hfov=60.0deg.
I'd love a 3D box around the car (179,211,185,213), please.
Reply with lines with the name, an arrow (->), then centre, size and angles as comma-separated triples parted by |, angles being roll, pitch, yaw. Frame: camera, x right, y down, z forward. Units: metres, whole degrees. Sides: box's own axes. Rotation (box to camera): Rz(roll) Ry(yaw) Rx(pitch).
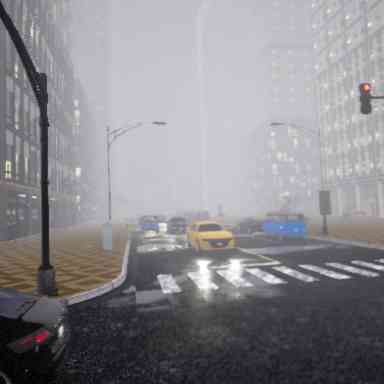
car -> -0.528, 4.324, 60.816 | 2.192, 1.841, 5.009 | -1, -3, -10

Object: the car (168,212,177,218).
car -> -5.285, 6.024, 88.222 | 1.752, 1.417, 4.829 | -1, -3, -10

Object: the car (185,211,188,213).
car -> 0.426, 4.257, 55.354 | 1.887, 1.381, 4.507 | -1, -3, -10

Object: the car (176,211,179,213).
car -> -1.467, 4.871, 66.254 | 1.947, 1.339, 4.313 | -1, -3, -10

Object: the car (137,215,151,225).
car -> -7.825, 4.488, 53.907 | 2.008, 1.369, 4.403 | -1, -3, -10

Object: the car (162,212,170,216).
car -> -4.785, 4.306, 52.071 | 1.994, 1.385, 4.181 | -2, -3, -10

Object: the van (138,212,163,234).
van -> -4.045, 3.092, 32.120 | 1.690, 1.788, 3.998 | -1, -3, -10

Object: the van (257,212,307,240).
van -> 6.212, 2.269, 22.690 | 1.690, 1.788, 3.998 | -1, -3, -10

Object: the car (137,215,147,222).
car -> -9.718, 5.112, 64.806 | 1.802, 1.307, 4.206 | -1, -3, -10

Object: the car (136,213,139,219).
car -> -6.878, 4.207, 48.457 | 1.947, 1.339, 4.313 | -1, -3, -10

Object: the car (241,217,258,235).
car -> 5.183, 2.772, 28.113 | 1.887, 1.381, 4.507 | -1, -3, -10

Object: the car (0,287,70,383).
car -> -3.782, 1.917, 4.223 | 4.181, 1.385, 1.994 | -1, -3, -11

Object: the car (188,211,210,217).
car -> 1.366, 3.731, 49.916 | 2.192, 1.841, 5.009 | -1, -3, -10

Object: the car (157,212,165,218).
car -> -8.451, 6.279, 90.719 | 1.994, 1.385, 4.181 | -2, -3, -10

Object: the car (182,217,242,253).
car -> 0.924, 2.399, 18.639 | 1.882, 1.535, 5.008 | -2, -3, -10

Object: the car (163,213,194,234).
car -> -1.366, 3.141, 31.853 | 1.837, 1.490, 4.892 | -2, -1, -10

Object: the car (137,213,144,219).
car -> -13.505, 6.297, 86.605 | 1.802, 1.307, 4.206 | -1, -3, -10
